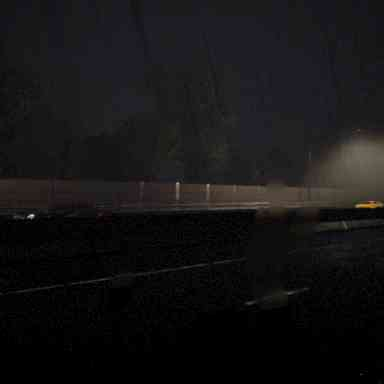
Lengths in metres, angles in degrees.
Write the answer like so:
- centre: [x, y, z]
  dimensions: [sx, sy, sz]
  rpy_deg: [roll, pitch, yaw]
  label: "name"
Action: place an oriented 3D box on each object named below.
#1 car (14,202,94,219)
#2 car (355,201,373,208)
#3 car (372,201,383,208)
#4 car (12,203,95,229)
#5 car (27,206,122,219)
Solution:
- centre: [-7.787, 1.411, 19.934]
  dimensions: [4.553, 1.767, 2.097]
  rpy_deg: [1, 0, -35]
  label: "car"
- centre: [25.545, 2.040, 47.950]
  dimensions: [5.008, 1.535, 1.882]
  rpy_deg: [1, 0, -35]
  label: "car"
- centre: [26.504, 2.147, 44.342]
  dimensions: [4.718, 1.301, 1.895]
  rpy_deg: [1, -1, -35]
  label: "car"
- centre: [-9.505, 1.555, 23.007]
  dimensions: [4.902, 1.511, 2.128]
  rpy_deg: [1, 0, -35]
  label: "car"
- centre: [-5.364, 1.611, 17.364]
  dimensions: [5.357, 1.411, 2.033]
  rpy_deg: [1, 0, -36]
  label: "car"
